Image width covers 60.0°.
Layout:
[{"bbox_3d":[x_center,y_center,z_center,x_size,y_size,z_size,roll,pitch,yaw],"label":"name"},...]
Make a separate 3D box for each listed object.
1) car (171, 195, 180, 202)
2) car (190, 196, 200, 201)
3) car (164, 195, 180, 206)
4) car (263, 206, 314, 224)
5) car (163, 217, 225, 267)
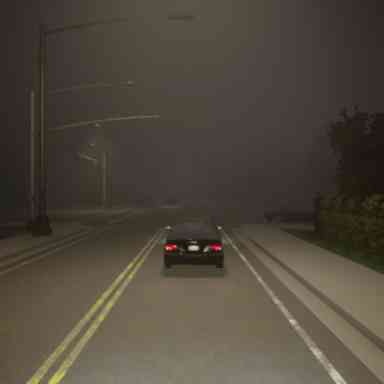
[{"bbox_3d":[-3.521,1.343,71.574,1.812,1.442,4.674,0,0,0],"label":"car"},{"bbox_3d":[0.723,1.591,82.871,2.033,1.411,5.357,0,0,12],"label":"car"},{"bbox_3d":[-3.576,1.607,55.732,1.994,1.385,4.181,0,0,0],"label":"car"},{"bbox_3d":[7.351,1.616,23.063,4.718,1.301,1.895,0,0,11],"label":"car"},{"bbox_3d":[0.063,1.557,11.453,2.033,1.411,5.357,0,0,0],"label":"car"}]
